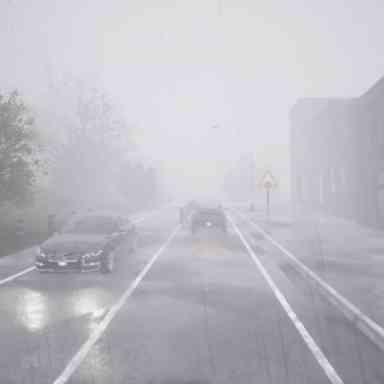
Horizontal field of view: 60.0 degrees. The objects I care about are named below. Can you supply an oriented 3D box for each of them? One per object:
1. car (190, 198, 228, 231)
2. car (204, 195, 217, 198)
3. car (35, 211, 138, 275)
[{"bbox_3d":[0.955,1.302,18.868,1.837,1.490,4.892,0,1,3],"label":"car"},{"bbox_3d":[2.062,1.083,37.032,1.812,1.442,4.674,0,1,7],"label":"car"},{"bbox_3d":[-2.951,1.412,10.305,1.837,1.490,4.892,0,1,3],"label":"car"}]
